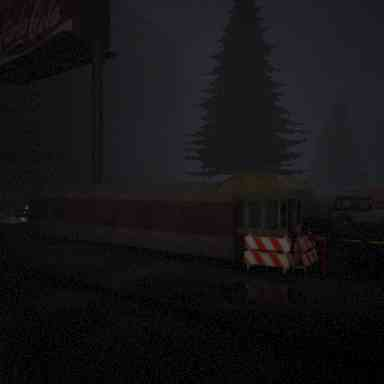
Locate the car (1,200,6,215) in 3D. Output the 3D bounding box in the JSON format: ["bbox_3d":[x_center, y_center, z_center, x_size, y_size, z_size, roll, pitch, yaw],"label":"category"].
[{"bbox_3d":[-15.837,1.505,22.643,1.837,1.490,4.892,0,0,35],"label":"car"}]

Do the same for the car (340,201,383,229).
[{"bbox_3d":[11.219,1.338,19.680,4.193,1.474,1.816,0,0,35],"label":"car"}]

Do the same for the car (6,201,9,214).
[{"bbox_3d":[-18.694,1.491,31.092,2.128,1.511,4.902,0,0,35],"label":"car"}]

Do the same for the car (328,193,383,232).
[{"bbox_3d":[9.282,1.149,17.621,3.866,1.878,1.905,0,0,35],"label":"car"}]

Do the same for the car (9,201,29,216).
[{"bbox_3d":[-14.172,1.352,31.426,2.097,1.767,4.553,0,0,35],"label":"car"}]
